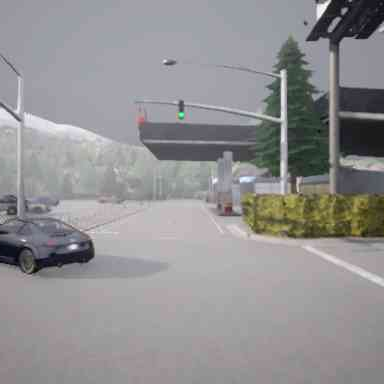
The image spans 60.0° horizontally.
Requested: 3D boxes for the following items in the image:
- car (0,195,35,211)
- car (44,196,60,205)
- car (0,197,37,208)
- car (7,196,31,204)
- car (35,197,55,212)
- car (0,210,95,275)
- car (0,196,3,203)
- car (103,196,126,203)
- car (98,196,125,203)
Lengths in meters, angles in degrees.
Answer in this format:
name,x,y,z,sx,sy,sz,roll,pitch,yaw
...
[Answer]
name,x,y,z,sx,sy,sz,roll,pitch,yaw
car,-16.776,1.169,30.014,3.866,1.878,1.905,0,0,-1
car,-24.043,1.487,55.706,3.633,1.501,1.845,0,0,-1
car,-24.026,1.437,45.714,4.514,1.523,2.007,0,0,-1
car,-35.106,1.589,67.633,3.806,1.475,1.970,0,0,-1
car,-16.185,1.462,33.341,3.806,1.475,1.970,0,0,-1
car,-4.964,1.446,10.103,4.181,1.385,1.994,1,-1,31
car,-42.544,1.590,70.569,3.633,1.501,1.845,0,0,-1
car,-16.511,1.547,70.734,4.514,1.523,2.007,0,0,-1
car,-16.440,1.529,67.598,5.027,1.636,2.152,0,0,-1
